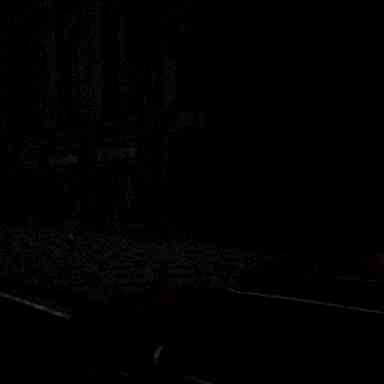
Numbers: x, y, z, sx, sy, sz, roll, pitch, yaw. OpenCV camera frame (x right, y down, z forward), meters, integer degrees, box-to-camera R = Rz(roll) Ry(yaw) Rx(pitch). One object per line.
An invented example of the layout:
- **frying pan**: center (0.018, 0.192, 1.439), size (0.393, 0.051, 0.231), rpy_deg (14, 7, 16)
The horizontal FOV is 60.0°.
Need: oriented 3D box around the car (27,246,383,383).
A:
- **car**: center (1.033, 1.317, 2.122), size (5.009, 1.841, 2.192), rpy_deg (-1, -1, 35)
